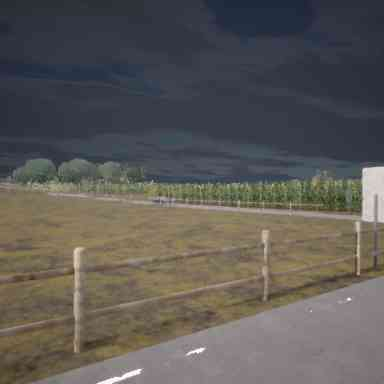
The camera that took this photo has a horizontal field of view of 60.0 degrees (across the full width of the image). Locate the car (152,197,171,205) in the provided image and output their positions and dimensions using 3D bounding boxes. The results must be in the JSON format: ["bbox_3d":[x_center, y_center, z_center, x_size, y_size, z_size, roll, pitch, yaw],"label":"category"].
[{"bbox_3d":[-5.437,1.599,59.349,1.812,1.442,4.674,2,-1,-36],"label":"car"}]
